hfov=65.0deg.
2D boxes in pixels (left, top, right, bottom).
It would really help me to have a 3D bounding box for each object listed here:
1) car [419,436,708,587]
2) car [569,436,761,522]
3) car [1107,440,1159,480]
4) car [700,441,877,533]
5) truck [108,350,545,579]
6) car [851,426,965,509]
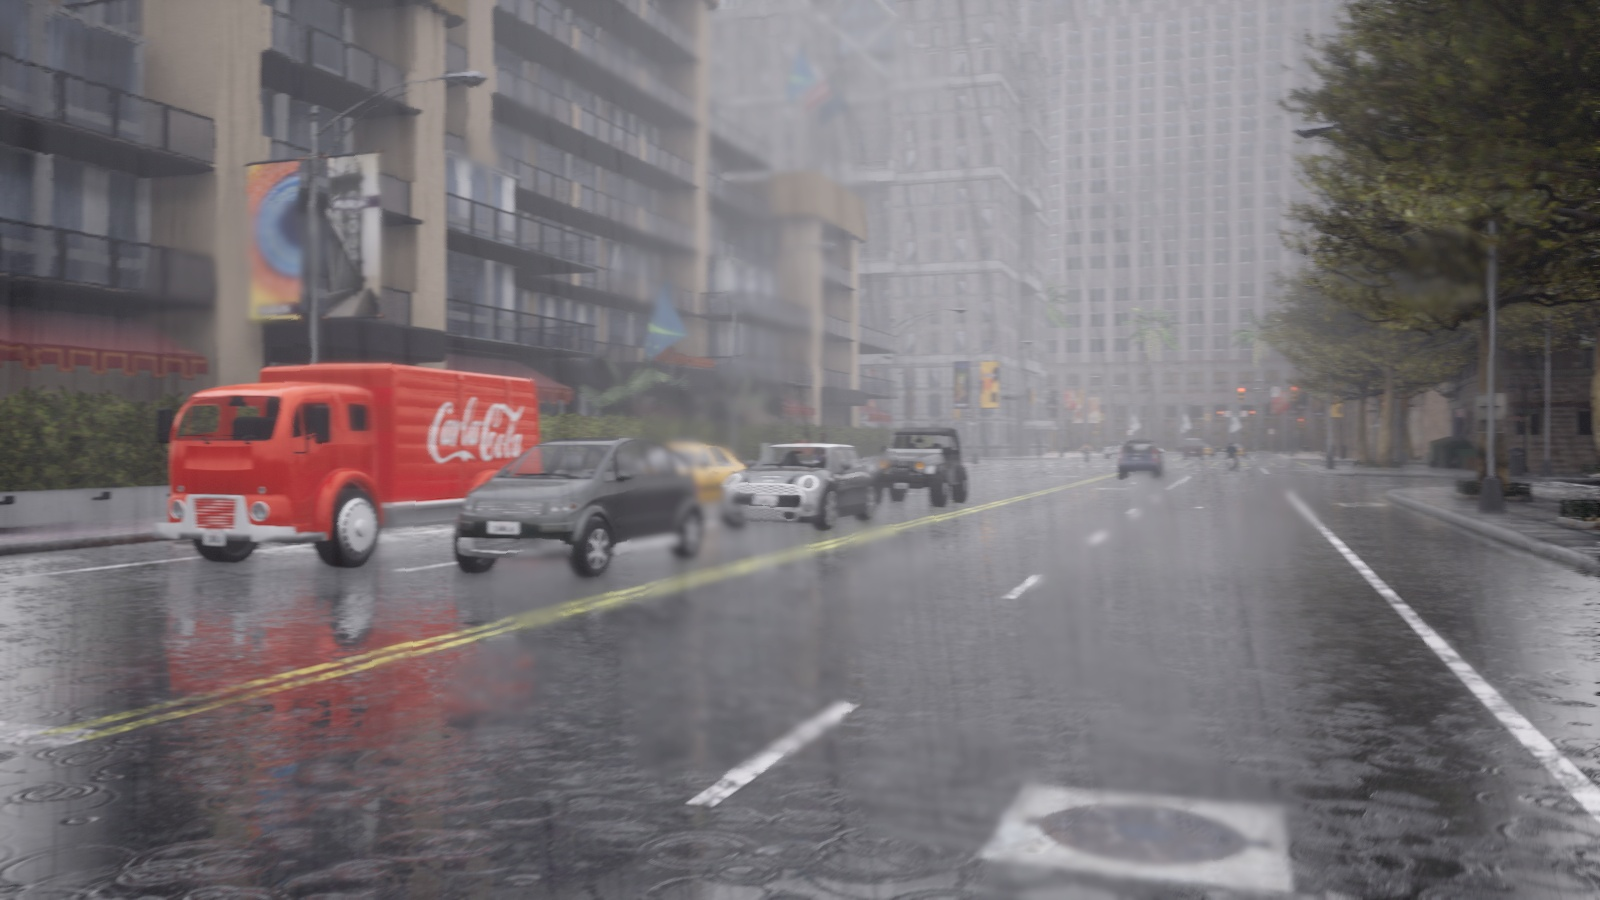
[{"bbox_3d":[-2.646,0.625,14.954,1.789,1.549,3.705,0,0,19],"label":"car"},{"bbox_3d":[-2.603,0.521,25.848,1.801,1.575,5.366,0,0,19],"label":"car"},{"bbox_3d":[14.103,0.389,53.085,1.851,1.617,3.988,0,0,19],"label":"car"},{"bbox_3d":[-0.107,0.579,22.337,1.970,1.475,3.806,0,0,19],"label":"car"},{"bbox_3d":[-5.835,0.138,16.412,2.627,2.467,5.204,0,0,19],"label":"truck"},{"bbox_3d":[2.696,0.373,30.538,1.905,1.878,3.866,0,0,19],"label":"car"}]
